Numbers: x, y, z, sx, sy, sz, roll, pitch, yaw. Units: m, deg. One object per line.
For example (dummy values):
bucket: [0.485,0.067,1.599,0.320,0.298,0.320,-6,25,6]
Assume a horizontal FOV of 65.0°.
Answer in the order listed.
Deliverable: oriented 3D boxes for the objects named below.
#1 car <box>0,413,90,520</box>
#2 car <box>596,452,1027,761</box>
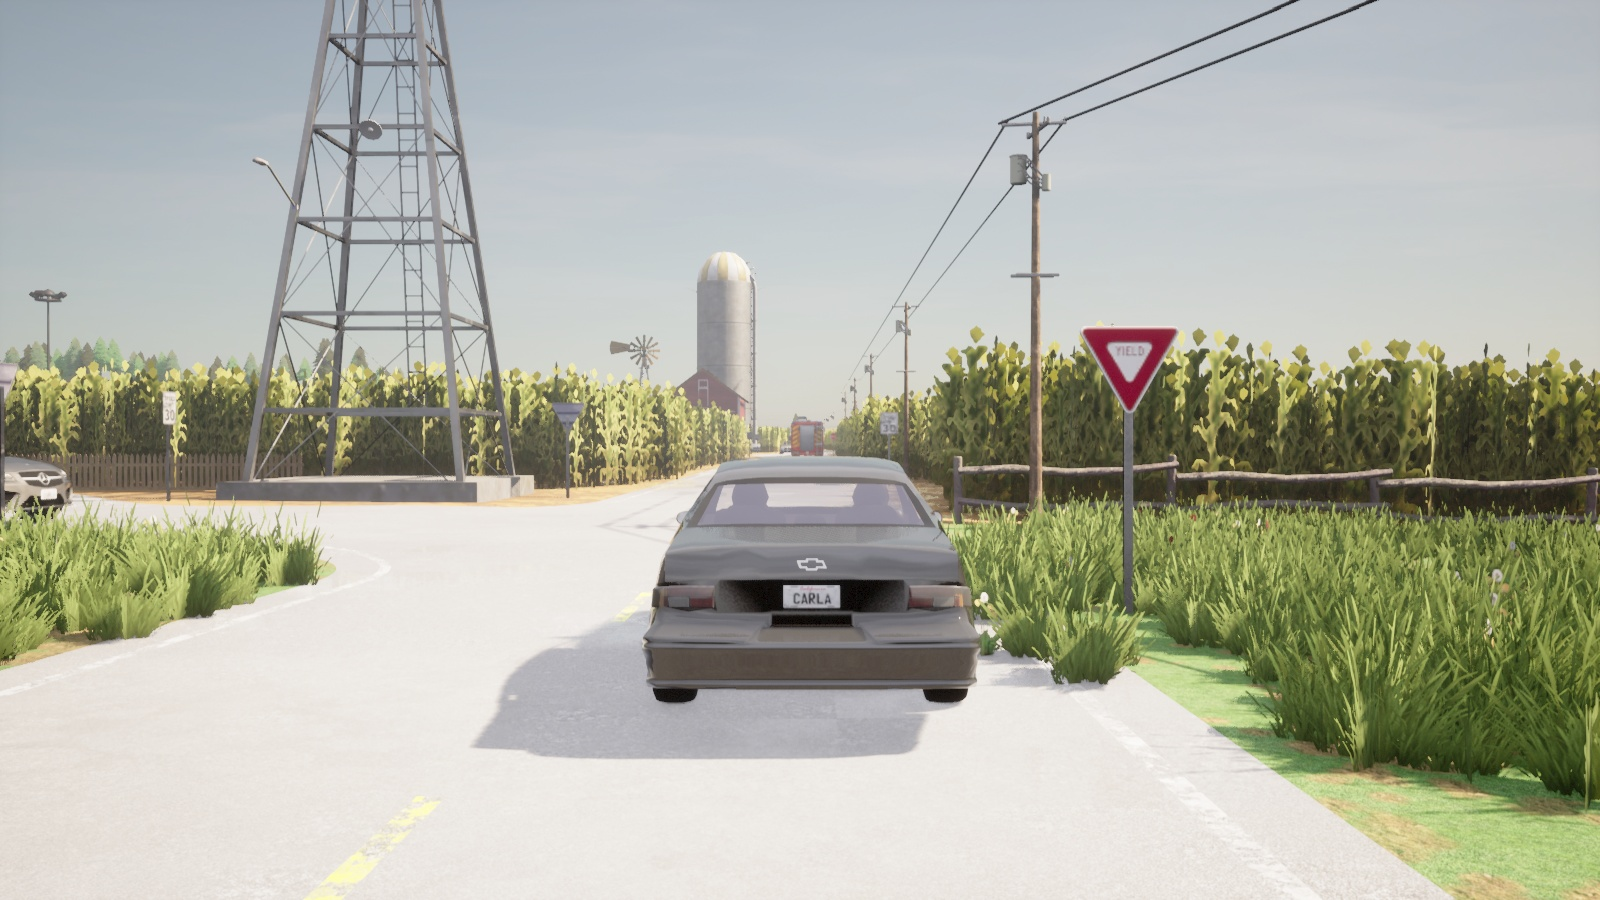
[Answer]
car: [-14.762,0.254,20.579,5.027,1.651,2.152,0,0,1]
car: [0.064,0.744,8.602,2.033,1.411,5.357,0,0,0]
